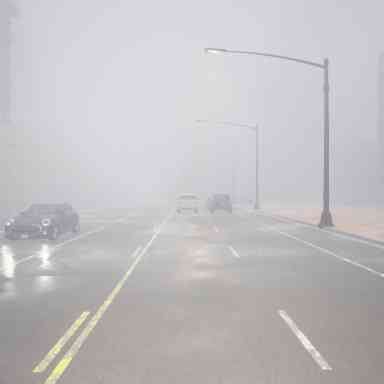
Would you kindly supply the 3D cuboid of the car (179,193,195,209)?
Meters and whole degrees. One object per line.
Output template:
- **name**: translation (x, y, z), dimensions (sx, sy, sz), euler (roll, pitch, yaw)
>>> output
- **car**: translation (-0.683, 1.221, 47.536), dimensions (2.150, 2.045, 5.566), euler (0, 0, -1)

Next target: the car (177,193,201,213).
- **car**: translation (-0.500, 1.221, 36.943), dimensions (2.150, 2.045, 5.566), euler (0, 0, -1)

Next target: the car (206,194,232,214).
- **car**: translation (3.014, 1.221, 36.092), dimensions (2.150, 2.045, 5.566), euler (0, 0, -1)

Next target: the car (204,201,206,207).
- **car**: translation (2.805, 1.547, 46.747), dimensions (2.033, 1.411, 5.357), euler (0, 0, -1)

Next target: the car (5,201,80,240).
- **car**: translation (-7.338, 1.352, 16.771), dimensions (2.097, 1.767, 4.553), euler (0, 0, 0)
